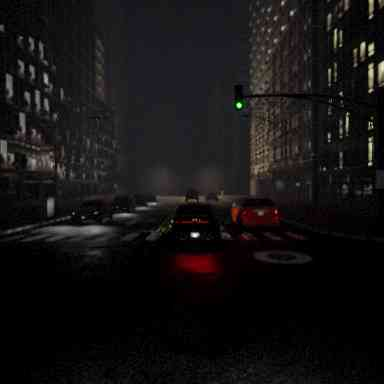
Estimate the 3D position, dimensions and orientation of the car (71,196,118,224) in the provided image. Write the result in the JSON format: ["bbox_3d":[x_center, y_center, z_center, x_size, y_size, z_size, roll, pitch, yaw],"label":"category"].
[{"bbox_3d":[-6.599,1.245,22.476,1.812,1.442,4.674,-1,1,0],"label":"car"}]

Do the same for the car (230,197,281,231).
[{"bbox_3d":[3.345,1.028,18.317,2.097,1.767,4.553,-1,1,0],"label":"car"}]

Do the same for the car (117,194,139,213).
[{"bbox_3d":[-6.600,1.115,31.744,1.837,1.490,4.892,-1,1,0],"label":"car"}]

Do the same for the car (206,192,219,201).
[{"bbox_3d":[3.266,0.778,53.782,1.812,1.442,4.674,-1,1,0],"label":"car"}]

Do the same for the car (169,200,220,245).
[{"bbox_3d":[0.104,1.220,13.696,1.837,1.490,4.892,0,0,0],"label":"car"}]

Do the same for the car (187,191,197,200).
[{"bbox_3d":[0.001,0.649,62.842,1.882,1.535,5.008,-1,1,0],"label":"car"}]

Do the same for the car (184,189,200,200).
[{"bbox_3d":[-0.002,0.520,52.451,2.150,2.045,5.566,-1,1,0],"label":"car"}]

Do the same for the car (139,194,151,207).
[{"bbox_3d":[-6.573,1.024,41.037,1.812,1.442,4.674,-1,1,0],"label":"car"}]

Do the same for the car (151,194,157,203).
[{"bbox_3d":[-6.500,0.941,51.024,1.994,1.385,4.181,-1,1,0],"label":"car"}]
